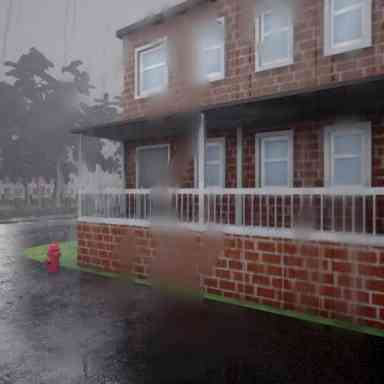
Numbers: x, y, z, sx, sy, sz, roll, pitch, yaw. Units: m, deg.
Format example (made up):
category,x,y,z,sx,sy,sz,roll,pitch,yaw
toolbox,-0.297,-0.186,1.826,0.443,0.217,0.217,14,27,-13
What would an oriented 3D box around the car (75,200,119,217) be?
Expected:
category,x,y,z,sx,sy,sz,roll,pitch,yaw
car,-7.610,1.505,28.483,1.837,1.490,4.892,0,0,36
